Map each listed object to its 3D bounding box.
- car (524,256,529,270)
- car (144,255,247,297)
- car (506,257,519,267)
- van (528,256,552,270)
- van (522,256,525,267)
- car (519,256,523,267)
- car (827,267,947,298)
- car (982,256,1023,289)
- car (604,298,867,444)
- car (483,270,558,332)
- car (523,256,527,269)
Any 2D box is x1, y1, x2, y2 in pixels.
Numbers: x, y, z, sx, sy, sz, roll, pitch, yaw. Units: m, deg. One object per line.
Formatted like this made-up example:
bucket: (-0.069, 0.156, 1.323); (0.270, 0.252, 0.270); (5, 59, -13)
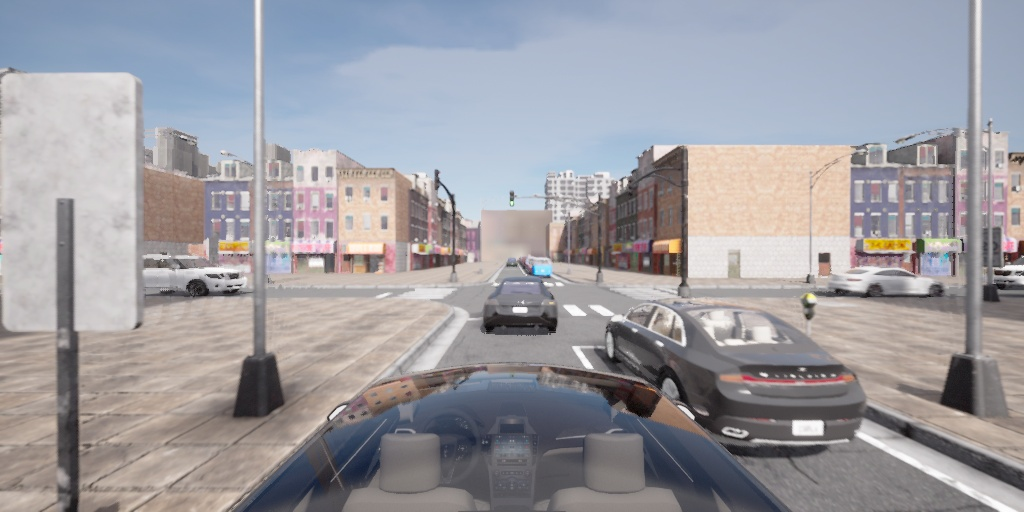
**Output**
car: (2.638, 1.125, 37.856); (1.967, 1.591, 4.097); (0, 0, 0)
car: (-16.291, 0.962, 17.625); (5.566, 2.045, 2.150); (0, 0, 0)
car: (0.000, 1.220, 62.417); (1.994, 1.385, 4.181); (0, 0, 0)
van: (2.638, 1.034, 32.381); (1.690, 1.789, 3.998); (0, 0, 0)
van: (2.638, 1.011, 48.807); (1.690, 1.789, 3.998); (0, 0, 0)
car: (2.637, 0.979, 54.279); (2.192, 1.841, 5.009); (0, 0, 0)
car: (18.048, 1.254, 17.418); (4.674, 1.442, 1.812); (0, 0, 0)
car: (30.491, 0.934, 20.348); (5.566, 2.045, 2.150); (0, 0, 0)
car: (2.638, 1.292, 5.379); (2.007, 1.370, 4.403); (0, 0, 0)
car: (0.324, 1.295, 10.829); (1.994, 1.385, 4.181); (0, 0, 4)
car: (2.638, 1.117, 43.331); (1.967, 1.591, 4.097); (0, 0, 0)
